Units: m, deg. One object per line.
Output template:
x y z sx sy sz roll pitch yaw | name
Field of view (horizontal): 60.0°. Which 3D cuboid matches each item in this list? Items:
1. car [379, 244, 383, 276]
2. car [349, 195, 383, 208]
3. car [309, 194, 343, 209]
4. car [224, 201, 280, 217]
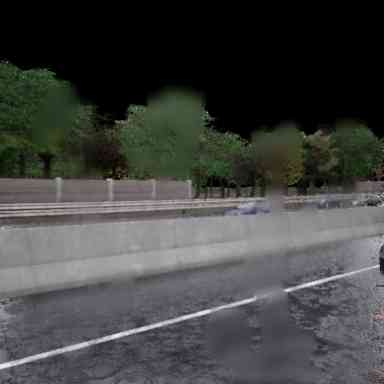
6.591 1.464 8.372 4.892 1.490 1.837 -1 0 -35 | car
20.503 1.104 39.198 4.902 1.511 2.128 -1 1 -34 | car
15.935 1.023 39.592 4.553 1.767 2.097 -1 1 -37 | car
4.441 1.416 24.169 4.674 1.442 1.812 -1 0 -35 | car
